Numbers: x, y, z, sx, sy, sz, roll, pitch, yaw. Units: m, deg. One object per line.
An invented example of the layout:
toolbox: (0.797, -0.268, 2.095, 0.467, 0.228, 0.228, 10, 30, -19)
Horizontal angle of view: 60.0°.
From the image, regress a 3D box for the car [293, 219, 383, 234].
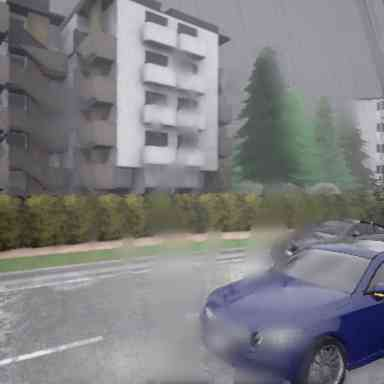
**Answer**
car: (4.488, 1.516, 9.985, 4.181, 1.385, 1.994, 0, 0, -24)

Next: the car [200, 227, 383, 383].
car: (2.375, 1.500, 5.025, 4.674, 1.442, 1.812, 0, 0, -28)
